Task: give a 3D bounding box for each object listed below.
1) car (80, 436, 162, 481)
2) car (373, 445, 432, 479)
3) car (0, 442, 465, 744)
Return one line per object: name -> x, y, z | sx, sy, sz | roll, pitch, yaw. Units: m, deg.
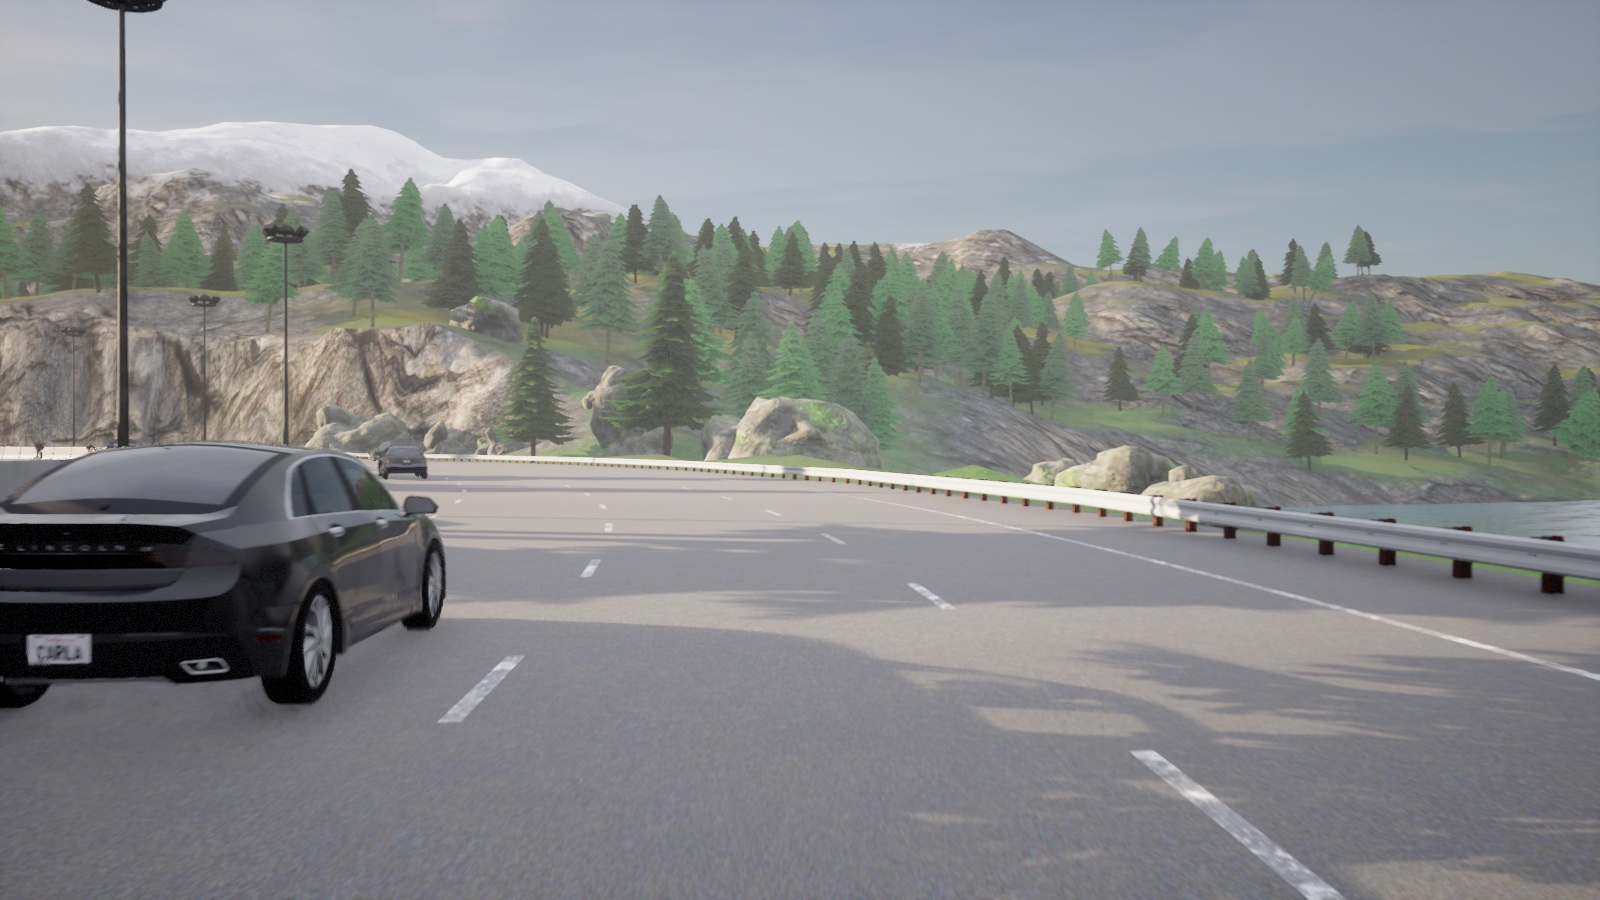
car -> -26.589, 0.292, 49.330 | 2.242, 1.667, 4.611 | 0, 0, -21
car -> -17.237, 0.475, 54.317 | 2.033, 1.411, 5.357 | 0, 0, -22
car -> -3.755, 0.699, 8.675 | 1.837, 1.490, 4.892 | 0, 0, -3
